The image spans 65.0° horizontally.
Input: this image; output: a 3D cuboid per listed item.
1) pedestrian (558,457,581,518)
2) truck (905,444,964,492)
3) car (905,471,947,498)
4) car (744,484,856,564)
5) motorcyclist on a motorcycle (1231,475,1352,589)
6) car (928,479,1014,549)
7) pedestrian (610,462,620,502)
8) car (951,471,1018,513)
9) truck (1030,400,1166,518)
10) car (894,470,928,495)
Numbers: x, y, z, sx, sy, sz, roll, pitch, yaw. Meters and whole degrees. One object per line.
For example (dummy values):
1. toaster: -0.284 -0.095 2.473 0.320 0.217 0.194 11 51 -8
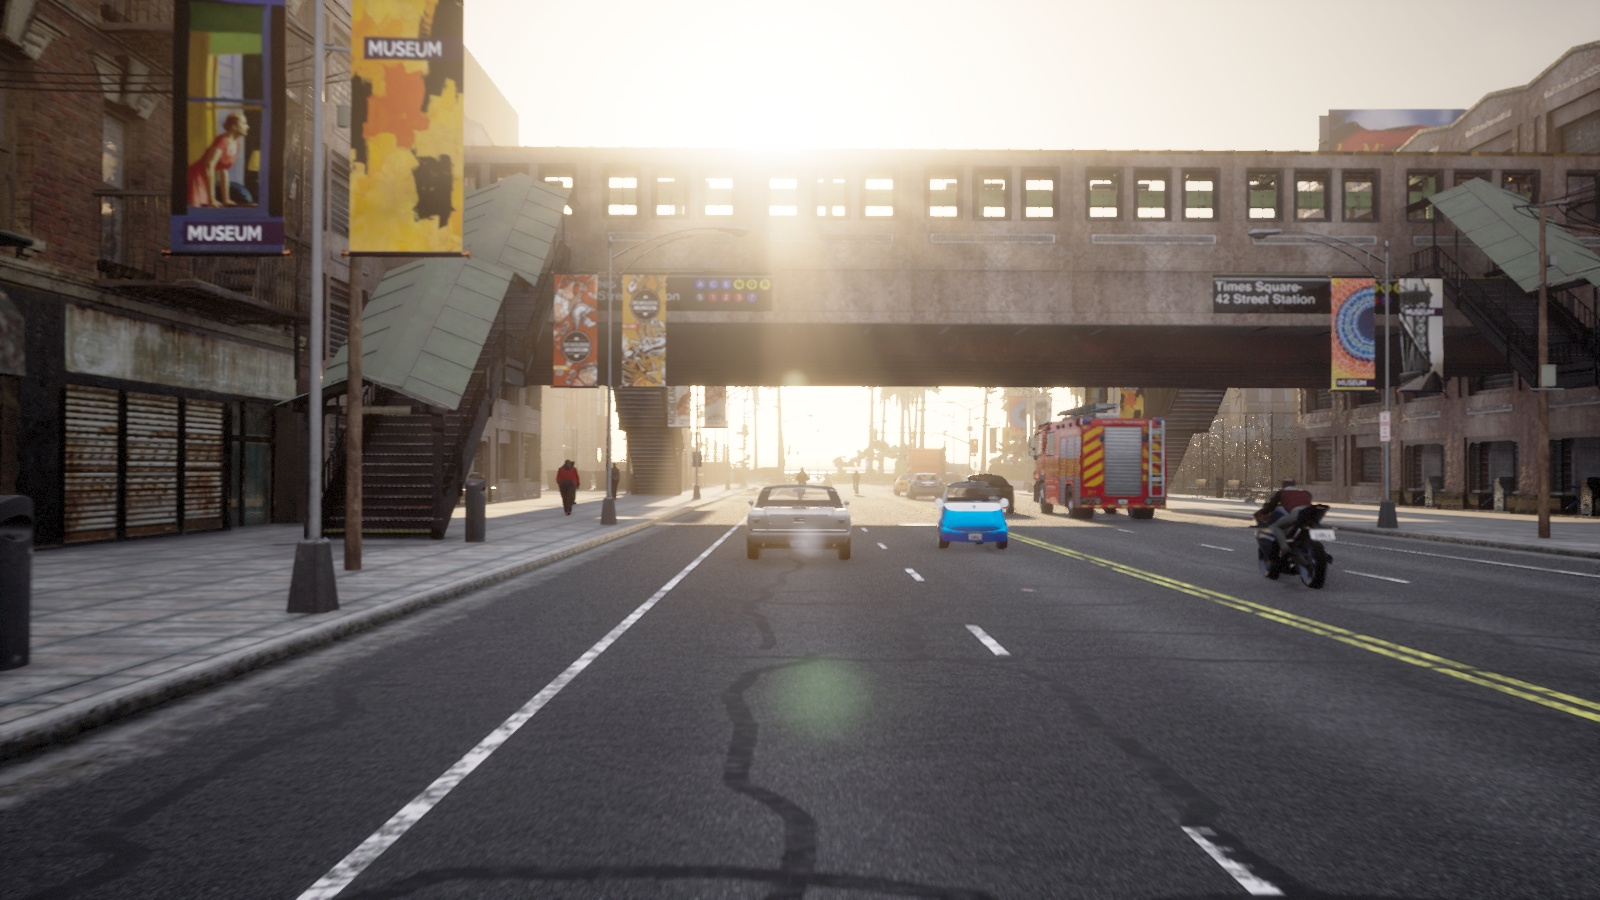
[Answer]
1. pedestrian: -7.038 1.140 38.347 0.634 1.844 0.899 0 -1 -6
2. truck: 10.001 1.373 94.216 2.891 3.462 7.936 0 -1 -5
3. car: 7.158 1.953 71.667 1.970 1.475 3.806 0 -1 0
4. car: 0.003 1.310 23.571 1.895 1.301 4.718 0 -1 0
5. motorcyclist on a motorcycle: 7.000 1.125 18.033 0.866 1.530 2.191 0 -1 0
6. car: 3.503 1.292 26.019 1.481 1.376 2.207 0 -1 0
7. pedestrian: -8.492 1.469 57.722 0.331 1.846 0.634 0 -1 1
8. car: 7.040 1.577 48.445 1.882 1.535 5.008 0 -1 0
9. truck: 10.511 0.368 45.243 2.891 3.827 8.468 0 -1 0
10. car: 7.131 2.087 81.240 1.801 1.575 5.366 0 -1 1
